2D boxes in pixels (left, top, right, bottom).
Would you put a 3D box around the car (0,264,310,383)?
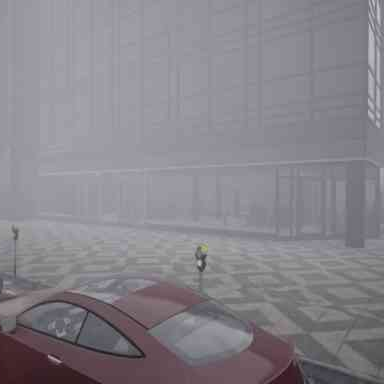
[{"bbox_3d":[-0.922,1.582,3.625,4.206,1.307,1.802,0,0,36],"label":"car"}]
